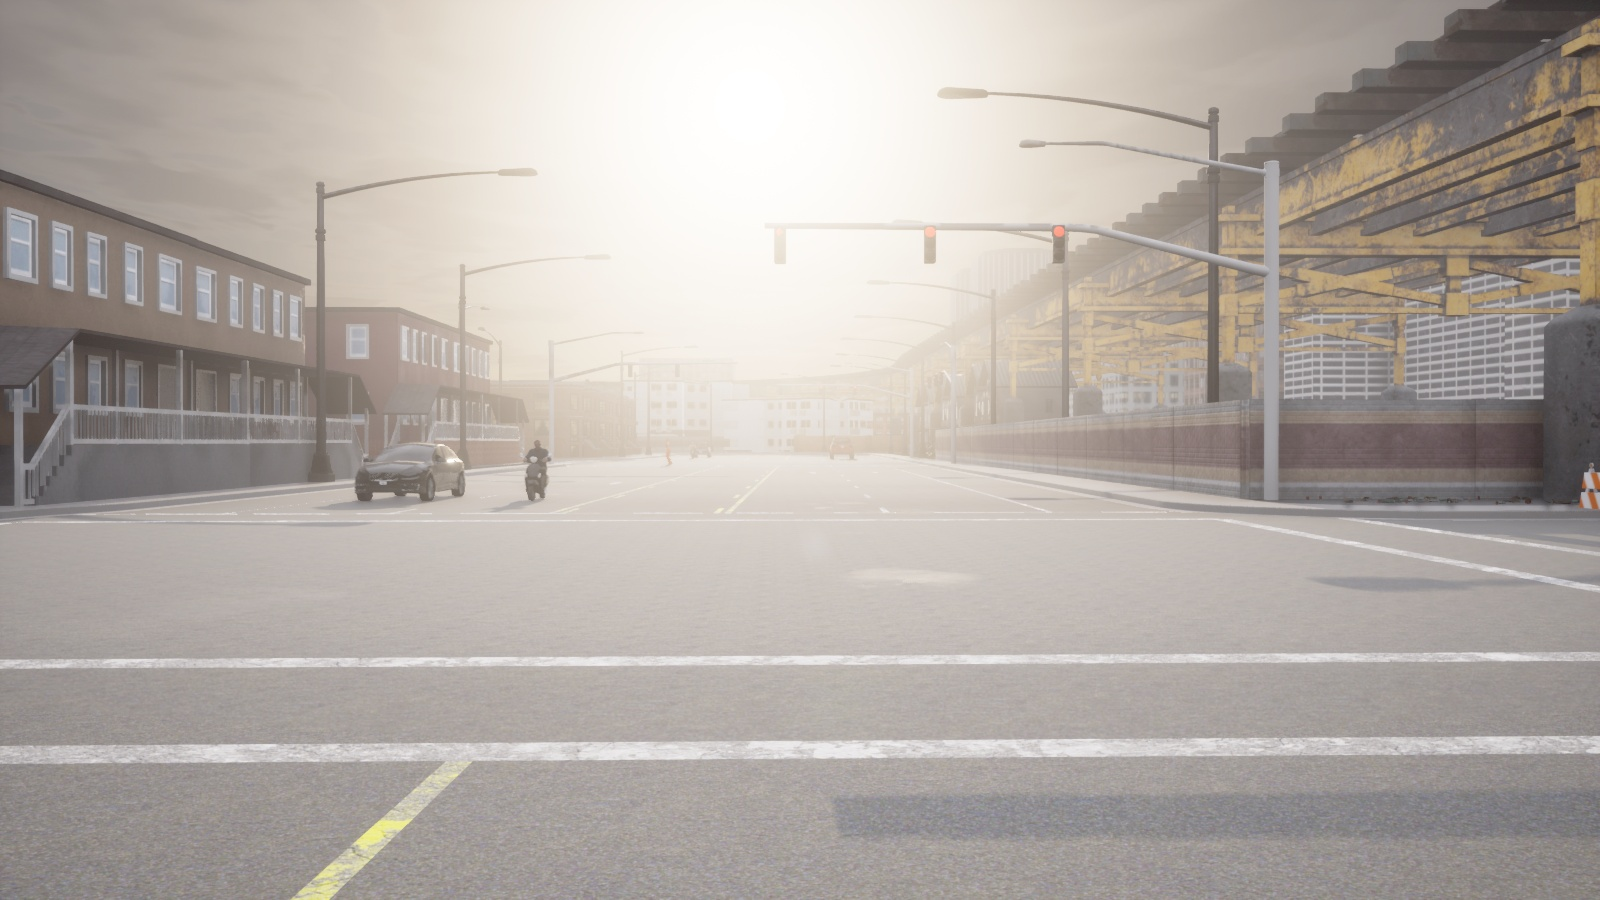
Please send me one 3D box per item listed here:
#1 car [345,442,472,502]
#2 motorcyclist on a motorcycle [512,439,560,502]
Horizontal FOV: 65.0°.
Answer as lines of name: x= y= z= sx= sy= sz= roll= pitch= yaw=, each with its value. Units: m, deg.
car: x=-10.382 y=0.554 z=33.704 sx=1.837 sy=1.490 sz=4.892 roll=0 pitch=0 yaw=0
motorcyclist on a motorcycle: x=-6.885 y=0.509 z=32.874 sx=0.866 sy=1.590 sz=1.817 roll=0 pitch=1 yaw=0
